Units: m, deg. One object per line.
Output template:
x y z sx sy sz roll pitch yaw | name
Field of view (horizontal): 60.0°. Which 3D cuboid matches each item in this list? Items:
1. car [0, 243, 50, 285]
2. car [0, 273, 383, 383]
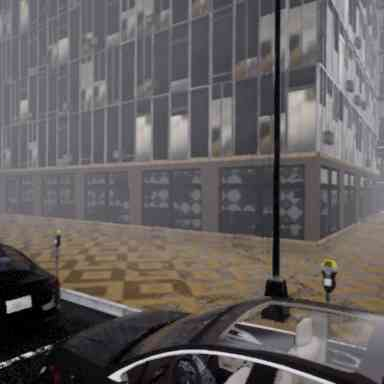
-4.042 1.568 5.749 4.313 1.339 1.947 0 0 36 | car
0.552 1.551 2.472 4.403 1.369 2.008 0 0 36 | car
